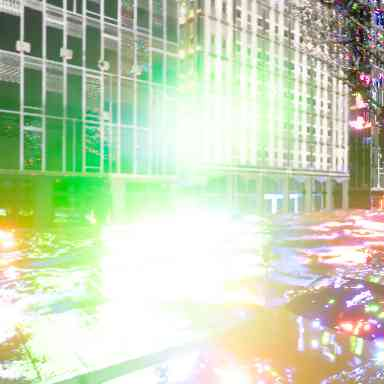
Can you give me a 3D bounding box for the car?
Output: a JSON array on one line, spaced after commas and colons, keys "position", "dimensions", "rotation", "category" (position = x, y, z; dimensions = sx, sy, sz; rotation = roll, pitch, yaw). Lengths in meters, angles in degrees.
[{"position": [2.206, 1.520, 3.993], "dimensions": [4.829, 1.417, 1.752], "rotation": [0, 0, -35], "category": "car"}]
